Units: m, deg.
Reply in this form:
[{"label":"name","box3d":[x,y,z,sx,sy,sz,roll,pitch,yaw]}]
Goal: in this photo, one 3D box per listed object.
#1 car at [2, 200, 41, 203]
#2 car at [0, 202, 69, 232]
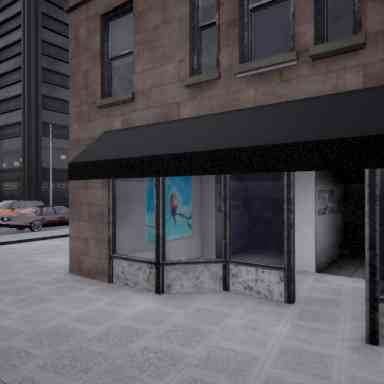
[{"label":"car","box3d":[-11.345,1.311,21.002,2.097,1.767,4.553,0,0,35]},{"label":"car","box3d":[-8.427,1.491,19.754,2.033,1.411,5.357,0,0,35]}]
